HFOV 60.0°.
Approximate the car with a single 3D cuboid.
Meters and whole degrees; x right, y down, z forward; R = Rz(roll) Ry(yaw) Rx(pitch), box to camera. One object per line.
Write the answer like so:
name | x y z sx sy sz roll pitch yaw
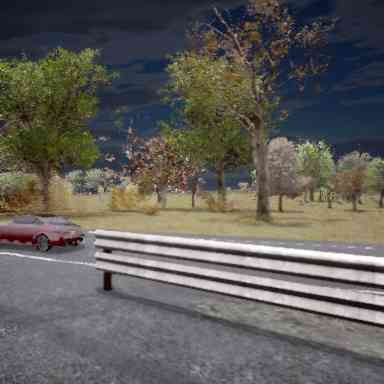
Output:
car | -6.691 1.631 14.127 4.181 1.385 1.994 0 -1 21
